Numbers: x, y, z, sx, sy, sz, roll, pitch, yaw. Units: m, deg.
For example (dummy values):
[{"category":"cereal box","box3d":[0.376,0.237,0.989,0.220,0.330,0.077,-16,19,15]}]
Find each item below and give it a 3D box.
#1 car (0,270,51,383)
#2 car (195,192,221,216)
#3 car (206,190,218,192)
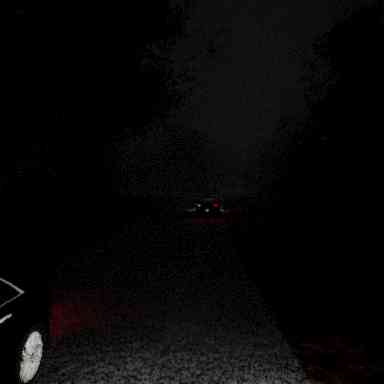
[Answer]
[{"category":"car","box3d":[-2.751,1.486,2.436,1.837,1.490,4.892,1,0,1]},{"category":"car","box3d":[1.233,0.997,25.428,1.812,1.442,4.674,0,2,4]},{"category":"car","box3d":[2.490,0.416,41.718,2.033,1.411,5.357,0,2,5]}]
